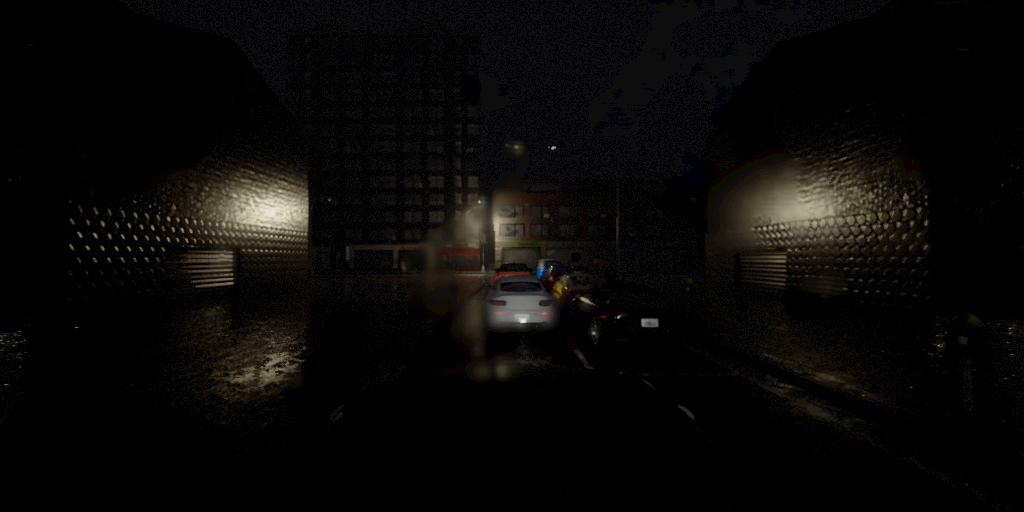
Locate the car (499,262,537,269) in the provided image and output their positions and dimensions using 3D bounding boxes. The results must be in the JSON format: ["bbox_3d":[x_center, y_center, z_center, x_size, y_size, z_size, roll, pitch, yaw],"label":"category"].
[{"bbox_3d":[0.093,1.112,20.073,2.097,1.767,4.553,0,0,0],"label":"car"}]

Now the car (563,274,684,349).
[{"bbox_3d":[2.639,1.316,8.950,1.948,1.339,4.313,0,0,0],"label":"car"}]

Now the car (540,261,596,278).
[{"bbox_3d":[5.399,1.239,34.853,4.902,1.511,2.128,0,-1,-19],"label":"car"}]

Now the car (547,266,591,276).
[{"bbox_3d":[2.640,1.280,14.594,1.751,1.417,4.829,0,0,0],"label":"car"}]

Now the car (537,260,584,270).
[{"bbox_3d":[2.642,1.200,19.898,1.967,1.591,4.097,0,0,0],"label":"car"}]

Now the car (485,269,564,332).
[{"bbox_3d":[0.178,1.278,10.773,1.812,1.442,4.674,0,0,-2],"label":"car"}]
